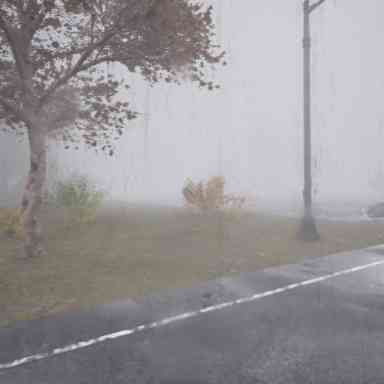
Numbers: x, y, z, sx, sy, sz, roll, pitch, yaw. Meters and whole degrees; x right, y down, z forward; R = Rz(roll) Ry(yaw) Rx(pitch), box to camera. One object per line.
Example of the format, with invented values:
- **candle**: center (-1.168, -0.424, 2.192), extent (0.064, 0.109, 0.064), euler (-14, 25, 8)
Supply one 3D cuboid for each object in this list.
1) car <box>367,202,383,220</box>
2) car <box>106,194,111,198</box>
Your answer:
- **car**: center (14.238, 1.231, 22.504), extent (1.994, 1.385, 4.181), euler (-2, 1, -35)
- **car**: center (-18.329, 0.521, 68.875), extent (1.812, 1.442, 4.674), euler (-2, 2, -34)
